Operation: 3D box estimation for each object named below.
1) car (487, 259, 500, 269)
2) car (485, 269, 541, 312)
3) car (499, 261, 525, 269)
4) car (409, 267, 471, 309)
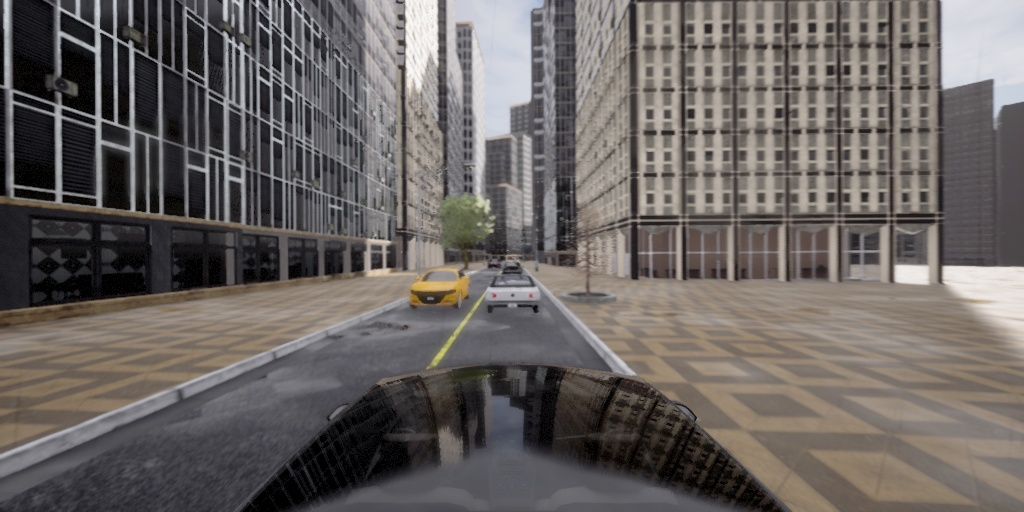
[{"bbox_3d":[-2.796,1.198,57.138,2.097,1.767,4.553,0,0,1],"label":"car"},{"bbox_3d":[0.036,1.356,14.160,1.895,1.301,4.718,0,0,0],"label":"car"},{"bbox_3d":[0.060,1.284,31.986,1.837,1.490,4.892,0,0,0],"label":"car"},{"bbox_3d":[-2.917,1.256,15.355,1.882,1.535,5.008,0,0,0],"label":"car"}]
